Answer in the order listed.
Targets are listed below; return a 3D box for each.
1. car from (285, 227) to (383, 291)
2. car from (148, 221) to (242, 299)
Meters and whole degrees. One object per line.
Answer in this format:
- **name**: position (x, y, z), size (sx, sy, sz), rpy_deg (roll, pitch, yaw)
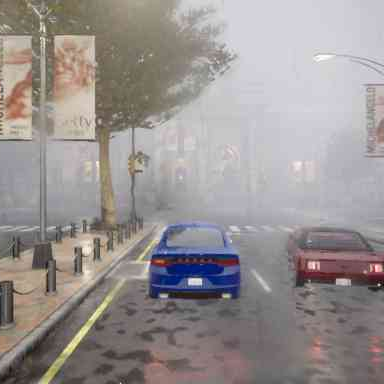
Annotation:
- **car**: position (3.669, 1.601, 9.143), size (1.895, 1.301, 4.718), rpy_deg (0, 0, 13)
- **car**: position (0.063, 1.478, 8.512), size (1.882, 1.535, 5.008), rpy_deg (0, 0, 0)
